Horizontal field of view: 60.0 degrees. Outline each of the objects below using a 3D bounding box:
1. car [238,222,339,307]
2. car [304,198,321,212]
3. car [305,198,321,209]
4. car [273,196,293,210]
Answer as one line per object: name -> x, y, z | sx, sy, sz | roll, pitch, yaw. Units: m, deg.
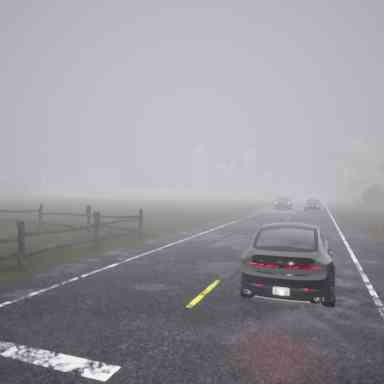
car -> 2.429, 1.501, 8.126 | 1.837, 1.490, 4.892 | 0, 0, 21
car -> 14.213, 1.535, 39.107 | 2.033, 1.411, 5.357 | 0, 0, 21
car -> 16.982, 1.550, 46.494 | 1.994, 1.385, 4.181 | 0, 0, 21
car -> 11.650, 1.339, 42.308 | 2.097, 1.767, 4.553 | 0, 0, 21
